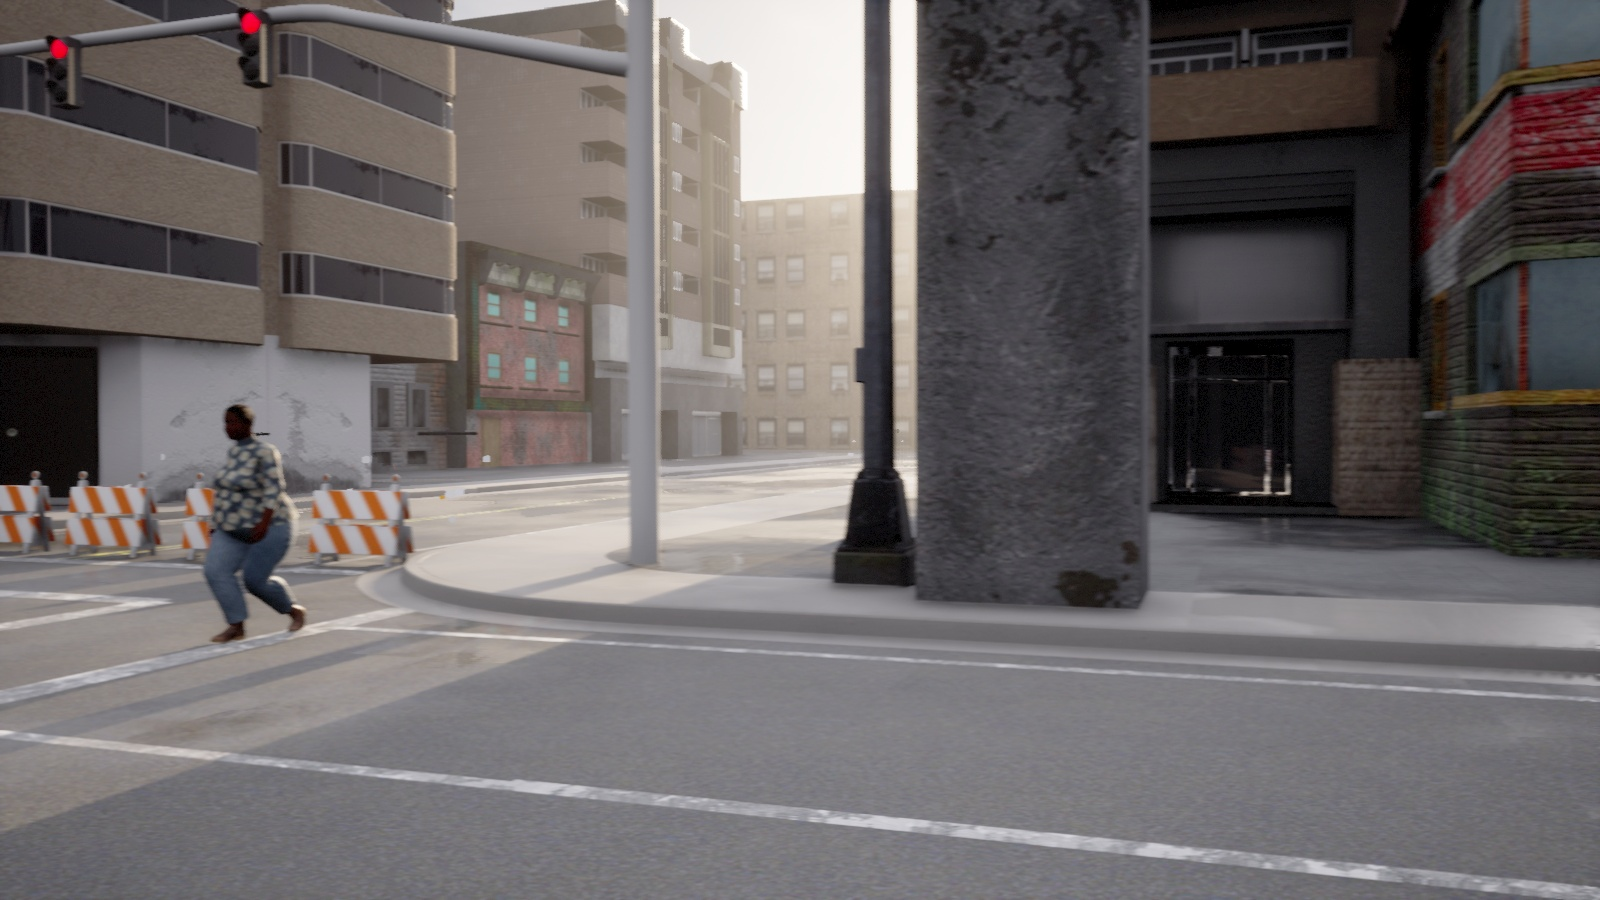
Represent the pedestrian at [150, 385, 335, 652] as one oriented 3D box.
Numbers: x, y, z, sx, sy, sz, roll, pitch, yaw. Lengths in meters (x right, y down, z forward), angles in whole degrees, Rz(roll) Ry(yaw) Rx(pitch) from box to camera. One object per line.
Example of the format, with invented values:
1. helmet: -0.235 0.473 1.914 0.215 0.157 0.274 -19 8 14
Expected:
1. pedestrian: -4.125 0.465 9.324 0.874 1.855 0.900 1 1 29
